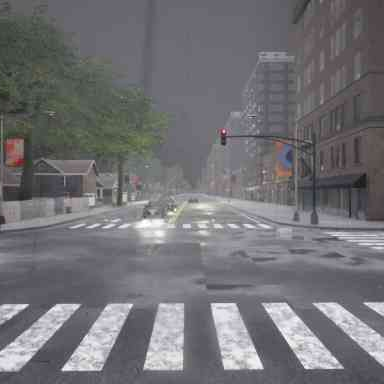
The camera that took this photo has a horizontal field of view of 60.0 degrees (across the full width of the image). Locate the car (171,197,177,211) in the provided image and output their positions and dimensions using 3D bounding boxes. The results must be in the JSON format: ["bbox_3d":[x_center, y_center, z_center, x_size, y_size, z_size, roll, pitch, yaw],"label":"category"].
[{"bbox_3d":[-3.234,1.372,39.910,2.097,1.767,4.553,0,0,0],"label":"car"}]

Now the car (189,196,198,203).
[{"bbox_3d":[0.287,1.547,70.300,2.128,1.511,4.902,0,0,0],"label":"car"}]

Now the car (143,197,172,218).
[{"bbox_3d":[-3.263,1.504,30.175,2.128,1.511,4.902,0,0,0],"label":"car"}]

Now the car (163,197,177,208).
[{"bbox_3d":[-3.200,1.555,49.867,1.812,1.442,4.674,0,0,0],"label":"car"}]
